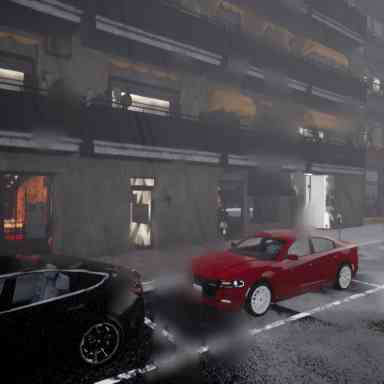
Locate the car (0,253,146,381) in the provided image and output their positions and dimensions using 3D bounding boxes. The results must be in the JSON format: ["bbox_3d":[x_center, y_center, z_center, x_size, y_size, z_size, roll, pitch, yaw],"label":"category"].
[{"bbox_3d":[-2.673,1.566,4.184,4.313,1.339,1.947,0,1,-35],"label":"car"}]

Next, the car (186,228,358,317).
[{"bbox_3d":[1.944,1.546,7.476,4.507,1.381,1.887,0,1,-35],"label":"car"}]
